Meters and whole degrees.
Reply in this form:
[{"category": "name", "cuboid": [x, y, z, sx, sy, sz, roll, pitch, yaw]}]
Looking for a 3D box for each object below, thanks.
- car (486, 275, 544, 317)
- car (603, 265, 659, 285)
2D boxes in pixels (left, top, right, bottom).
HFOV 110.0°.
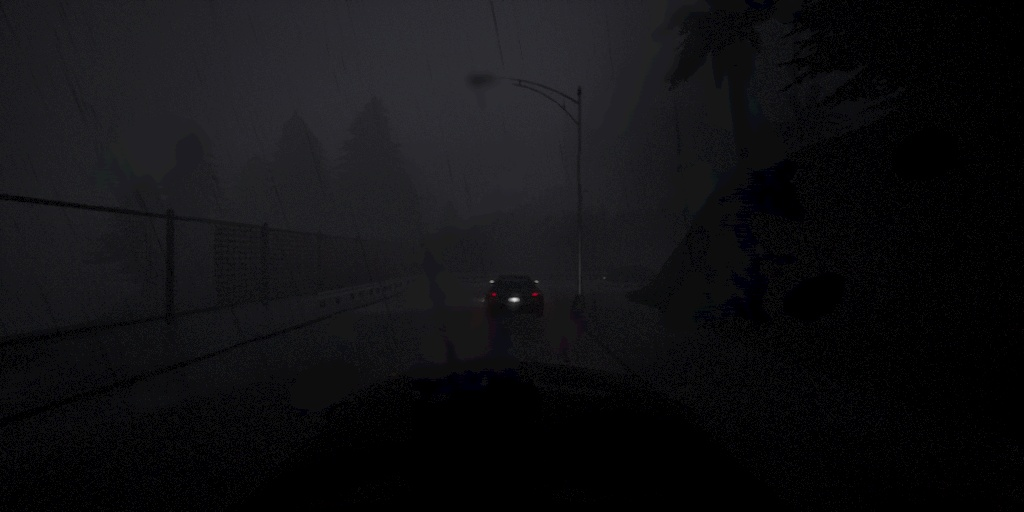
[{"category": "car", "cuboid": [0.087, 1.389, 13.477, 1.994, 1.385, 4.181, 0, 0, 0]}, {"category": "car", "cuboid": [9.426, 1.416, 27.204, 4.892, 1.490, 1.837, 0, -2, -1]}]
